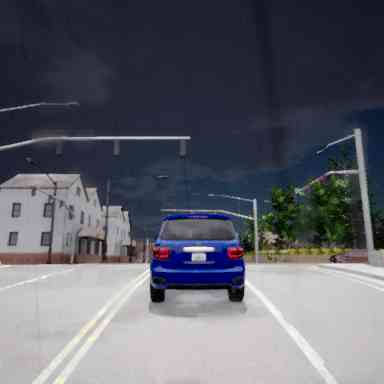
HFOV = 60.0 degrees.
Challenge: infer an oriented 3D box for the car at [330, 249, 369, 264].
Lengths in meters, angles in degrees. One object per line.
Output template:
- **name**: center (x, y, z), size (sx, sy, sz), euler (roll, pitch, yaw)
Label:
- **car**: center (14.564, 5.834, 29.734), size (4.181, 1.385, 1.994), euler (0, -12, 1)

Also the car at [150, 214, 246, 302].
- **car**: center (0.083, 1.751, 9.466), size (2.150, 2.045, 5.566), euler (0, -7, -1)
